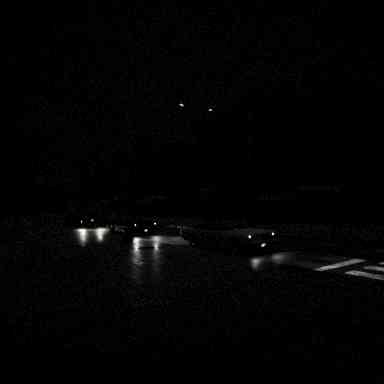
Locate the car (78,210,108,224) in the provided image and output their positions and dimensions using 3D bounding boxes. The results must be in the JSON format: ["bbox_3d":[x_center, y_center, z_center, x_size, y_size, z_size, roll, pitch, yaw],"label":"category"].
[{"bbox_3d":[-11.489,2.868,38.495,1.994,1.385,4.181,0,-2,-36],"label":"car"}]

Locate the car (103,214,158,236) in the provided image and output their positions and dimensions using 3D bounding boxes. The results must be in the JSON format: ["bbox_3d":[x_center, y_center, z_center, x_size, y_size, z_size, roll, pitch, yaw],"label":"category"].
[{"bbox_3d":[-4.291,2.270,23.420,1.895,1.301,4.718,0,-2,-36],"label":"car"}]

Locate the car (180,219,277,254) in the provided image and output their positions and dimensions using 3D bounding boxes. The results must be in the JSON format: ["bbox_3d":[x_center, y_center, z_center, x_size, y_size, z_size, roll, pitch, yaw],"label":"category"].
[{"bbox_3d":[1.545,1.921,15.290,1.895,1.301,4.718,0,-2,-38],"label":"car"}]

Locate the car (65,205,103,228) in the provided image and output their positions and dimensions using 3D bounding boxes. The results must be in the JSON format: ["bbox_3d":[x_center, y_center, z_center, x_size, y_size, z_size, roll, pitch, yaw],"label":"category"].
[{"bbox_3d":[-10.573,2.311,32.172,2.150,2.045,5.566,0,-2,-36],"label":"car"}]
